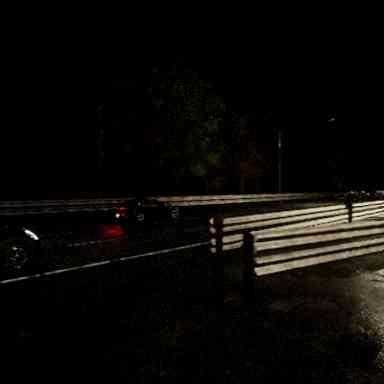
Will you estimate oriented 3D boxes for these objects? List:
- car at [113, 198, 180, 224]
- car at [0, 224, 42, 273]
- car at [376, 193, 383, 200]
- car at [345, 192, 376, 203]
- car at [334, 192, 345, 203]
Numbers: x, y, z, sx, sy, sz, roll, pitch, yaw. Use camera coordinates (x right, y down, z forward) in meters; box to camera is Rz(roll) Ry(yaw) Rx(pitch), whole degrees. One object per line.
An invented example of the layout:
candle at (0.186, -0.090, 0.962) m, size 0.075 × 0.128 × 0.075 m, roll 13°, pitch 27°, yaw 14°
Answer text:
car at (-2.875, 1.168, 22.009) m, size 1.837 × 1.490 × 4.892 m, roll 0°, pitch 0°, yaw 43°
car at (-6.157, 1.174, 8.072) m, size 2.097 × 1.767 × 4.553 m, roll 0°, pitch 1°, yaw 43°
car at (28.616, 0.782, 51.224) m, size 2.033 × 1.411 × 5.357 m, roll 0°, pitch 1°, yaw 43°
car at (22.685, 0.805, 44.698) m, size 1.882 × 1.535 × 5.008 m, roll 0°, pitch 0°, yaw 43°
car at (22.463, 0.758, 49.298) m, size 2.128 × 1.511 × 4.902 m, roll 0°, pitch 0°, yaw 34°
